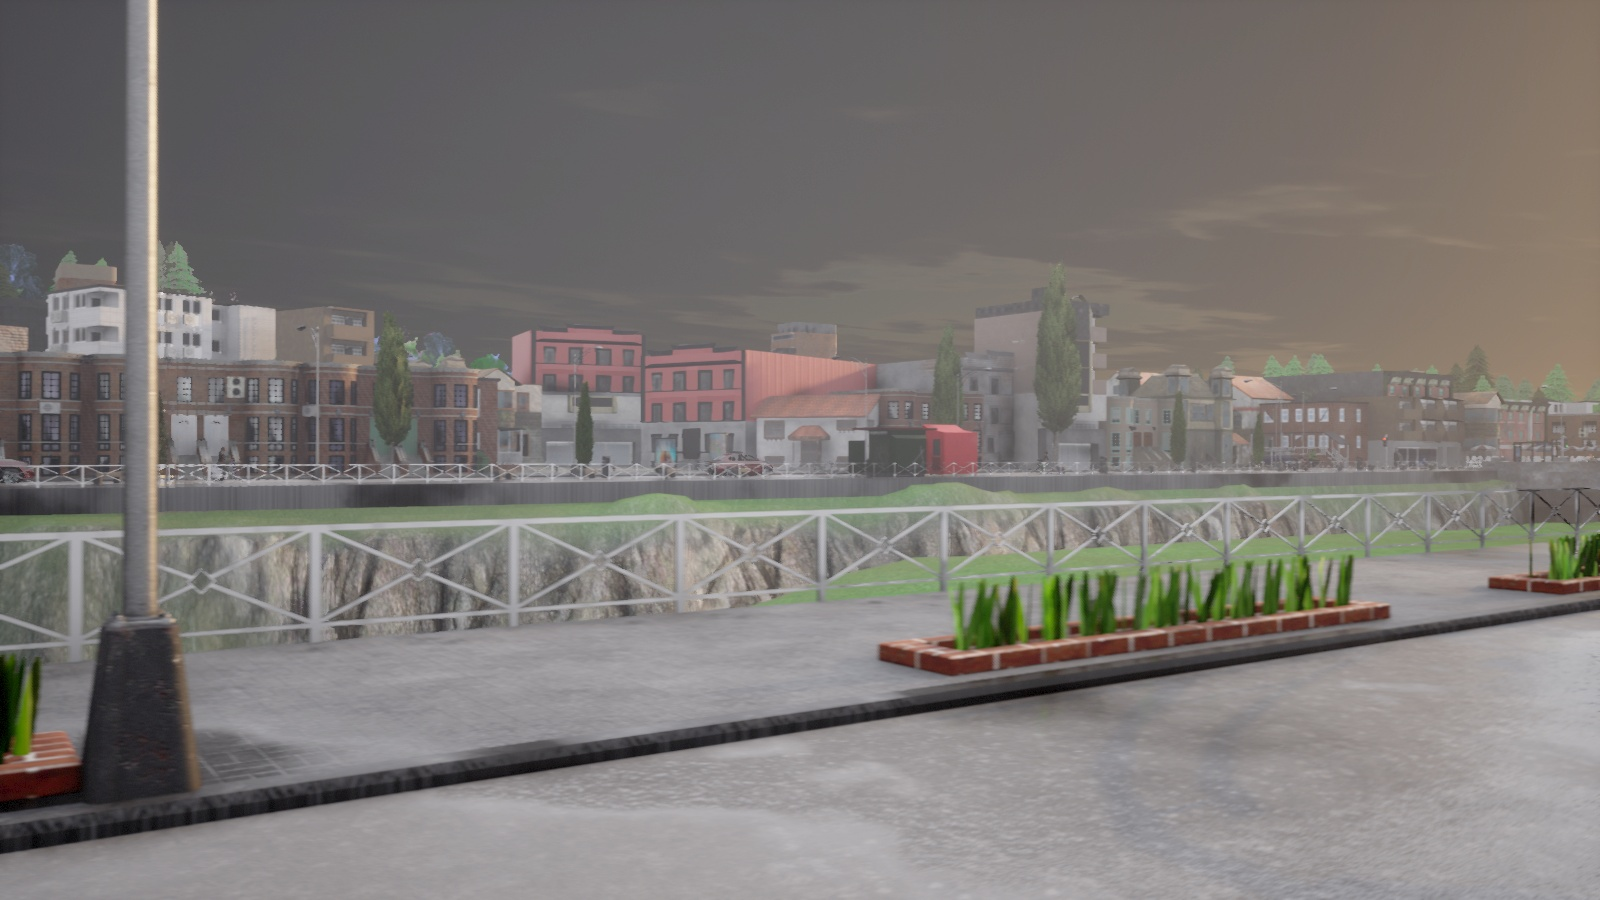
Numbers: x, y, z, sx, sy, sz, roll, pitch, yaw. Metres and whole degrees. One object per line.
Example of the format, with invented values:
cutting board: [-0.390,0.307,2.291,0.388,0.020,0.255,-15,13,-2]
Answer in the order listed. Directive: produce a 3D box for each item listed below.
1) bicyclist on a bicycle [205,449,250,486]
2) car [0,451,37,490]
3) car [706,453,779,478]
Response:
bicyclist on a bicycle: [-27.483,0.821,60.301,1.843,1.776,0.659,0,0,-35]
car: [-35.968,0.884,54.391,4.856,1.649,2.033,0,0,-35]
car: [-3.511,0.955,76.996,4.193,1.474,1.816,0,0,-35]
